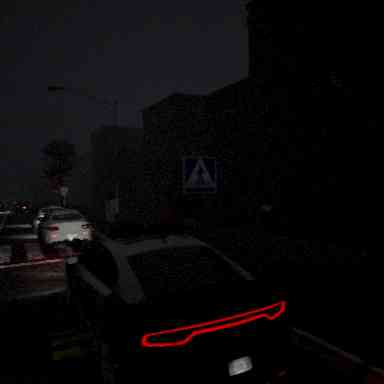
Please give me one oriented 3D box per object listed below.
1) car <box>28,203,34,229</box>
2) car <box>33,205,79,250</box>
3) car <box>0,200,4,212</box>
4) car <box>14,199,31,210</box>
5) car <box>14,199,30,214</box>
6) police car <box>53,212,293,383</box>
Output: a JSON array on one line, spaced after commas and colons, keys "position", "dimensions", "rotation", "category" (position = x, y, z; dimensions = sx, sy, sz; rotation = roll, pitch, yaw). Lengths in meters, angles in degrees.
[{"position": [-8.228, 1.489, 19.289], "dimensions": [1.812, 1.442, 4.674], "rotation": [-2, 1, -28], "category": "car"}, {"position": [-5.423, 1.443, 13.979], "dimensions": [1.812, 1.442, 4.674], "rotation": [-2, 1, -28], "category": "car"}, {"position": [-26.279, 1.817, 44.465], "dimensions": [1.882, 1.535, 5.008], "rotation": [-2, 1, -28], "category": "car"}, {"position": [-25.295, 1.809, 49.566], "dimensions": [2.033, 1.411, 5.357], "rotation": [-2, 1, -28], "category": "car"}, {"position": [-19.367, 1.730, 38.386], "dimensions": [1.994, 1.385, 4.181], "rotation": [-2, 1, -28], "category": "car"}, {"position": [-0.791, 1.322, 5.225], "dimensions": [1.930, 1.638, 5.238], "rotation": [-2, 1, -28], "category": "police car"}]
